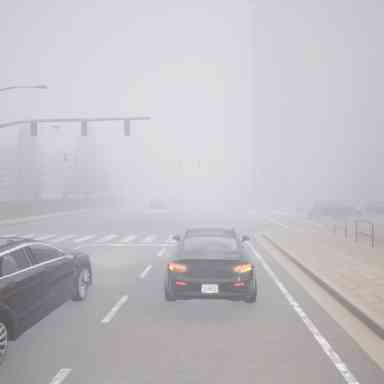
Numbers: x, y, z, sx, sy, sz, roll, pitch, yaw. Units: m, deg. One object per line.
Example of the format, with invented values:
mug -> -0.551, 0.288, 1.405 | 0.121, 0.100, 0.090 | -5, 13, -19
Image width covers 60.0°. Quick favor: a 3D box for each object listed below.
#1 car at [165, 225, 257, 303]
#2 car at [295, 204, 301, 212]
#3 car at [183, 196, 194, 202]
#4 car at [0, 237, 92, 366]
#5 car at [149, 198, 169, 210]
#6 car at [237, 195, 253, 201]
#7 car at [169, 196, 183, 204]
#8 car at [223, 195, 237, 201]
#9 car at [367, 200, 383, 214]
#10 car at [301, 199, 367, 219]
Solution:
car -> 0.456, 1.526, 8.119 | 1.812, 1.442, 4.674 | 0, 0, 4
car -> 13.828, 1.560, 36.493 | 4.892, 1.490, 1.837 | 0, 0, 3
car -> -1.107, 1.552, 75.745 | 1.994, 1.385, 4.181 | 0, 0, 19
car -> -3.214, 1.492, 5.466 | 2.128, 1.511, 4.902 | 0, 0, 4
car -> -4.477, 1.564, 43.361 | 1.994, 1.385, 4.181 | 0, 0, -1
car -> 14.466, 1.524, 84.680 | 4.674, 1.442, 1.812 | 0, 0, -34
car -> -3.502, 1.506, 64.101 | 1.837, 1.490, 4.892 | 0, 0, 5
car -> 9.957, 1.524, 85.534 | 4.674, 1.442, 1.812 | 0, 0, -39
car -> 18.082, 1.560, 32.787 | 4.892, 1.490, 1.837 | 0, 0, 2
car -> 12.434, 1.407, 29.405 | 4.553, 1.767, 2.097 | 0, 0, 4
